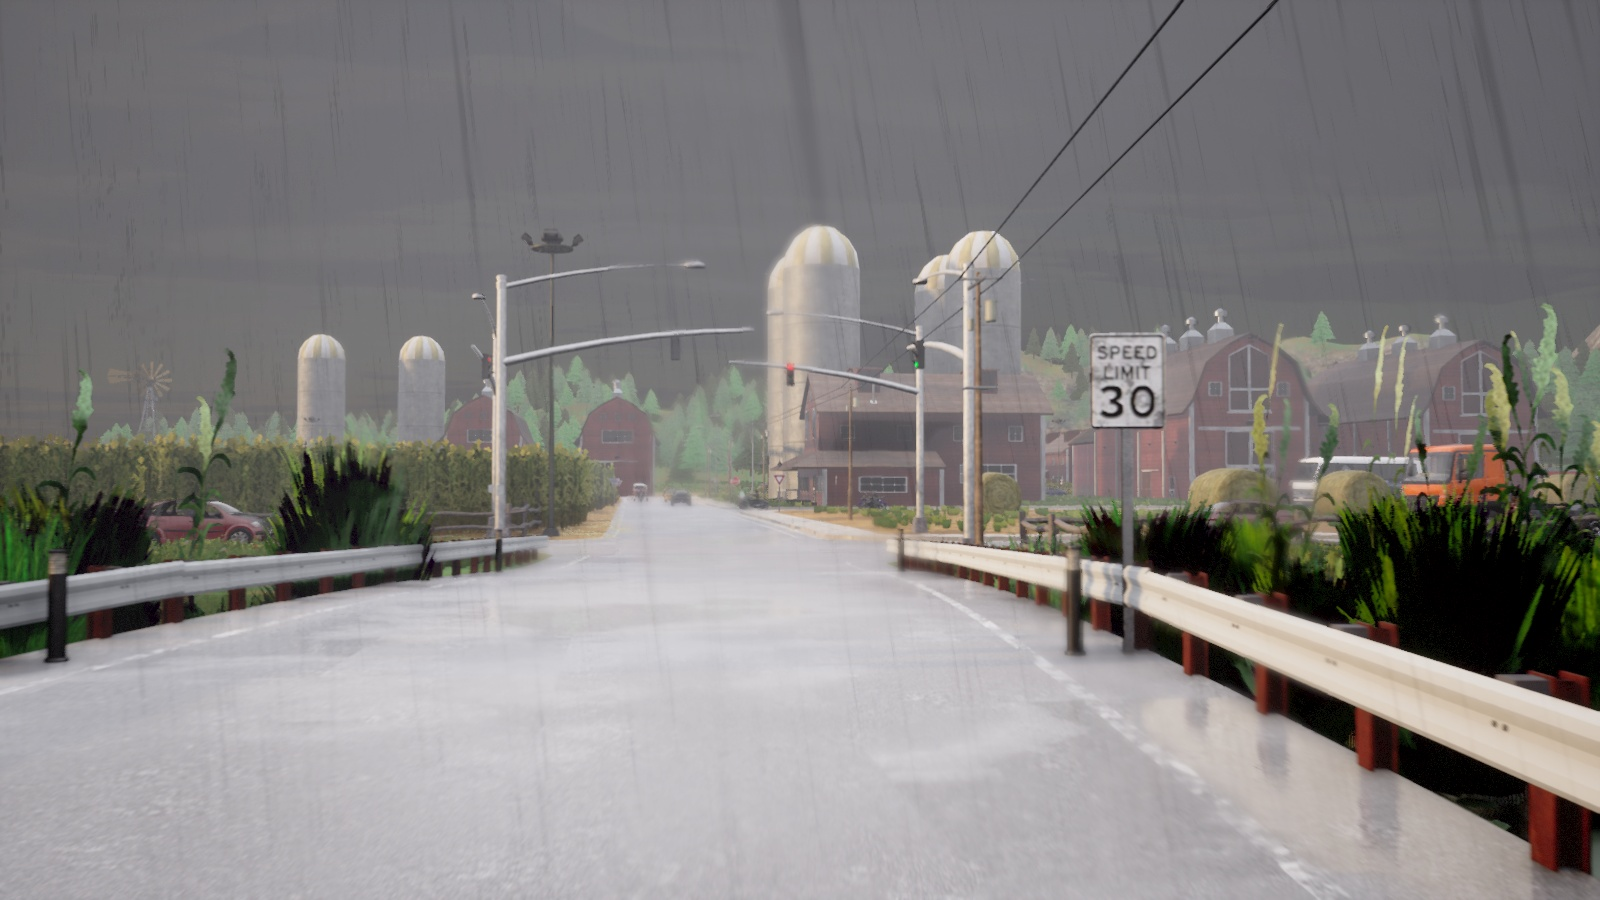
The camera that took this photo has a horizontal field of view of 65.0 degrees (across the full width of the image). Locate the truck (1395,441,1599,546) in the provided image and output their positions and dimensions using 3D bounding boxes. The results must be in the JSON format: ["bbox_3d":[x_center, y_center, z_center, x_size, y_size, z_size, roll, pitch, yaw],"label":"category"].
[{"bbox_3d":[25.254,1.497,43.513,7.936,3.462,2.891,0,-2,-5],"label":"truck"}]

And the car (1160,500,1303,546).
[{"bbox_3d":[14.583,2.458,42.596,4.193,1.474,1.816,0,-2,-5],"label":"car"}]

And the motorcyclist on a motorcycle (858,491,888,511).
[{"bbox_3d":[5.692,3.964,98.323,2.191,1.530,0.866,0,-2,-9],"label":"motorcyclist on a motorcycle"}]

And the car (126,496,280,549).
[{"bbox_3d":[-18.778,2.264,39.627,3.988,1.617,1.851,0,-2,-8],"label":"car"}]

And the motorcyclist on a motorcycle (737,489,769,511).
[{"bbox_3d":[-3.650,3.834,96.779,2.350,1.649,0.766,0,-1,-13],"label":"motorcyclist on a motorcycle"}]
